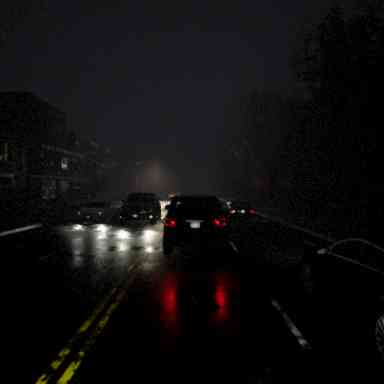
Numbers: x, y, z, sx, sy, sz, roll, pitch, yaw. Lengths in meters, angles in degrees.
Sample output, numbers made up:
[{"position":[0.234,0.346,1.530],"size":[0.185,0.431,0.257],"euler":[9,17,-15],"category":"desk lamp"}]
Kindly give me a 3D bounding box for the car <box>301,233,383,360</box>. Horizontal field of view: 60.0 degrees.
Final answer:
[{"position":[3.353,1.439,5.536],"size":[2.128,1.511,4.902],"euler":[0,1,0],"category":"car"}]

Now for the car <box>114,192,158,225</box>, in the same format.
[{"position":[-3.344,1.012,22.275],"size":[2.150,2.045,5.566],"euler":[0,1,0],"category":"car"}]

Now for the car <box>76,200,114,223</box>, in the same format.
[{"position":[-6.580,1.308,23.359],"size":[1.812,1.442,4.674],"euler":[0,1,0],"category":"car"}]

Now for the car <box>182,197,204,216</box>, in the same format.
[{"position":[0.109,1.223,30.228],"size":[1.837,1.490,4.892],"euler":[0,1,0],"category":"car"}]

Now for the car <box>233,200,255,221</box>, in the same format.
[{"position":[3.357,1.318,24.512],"size":[2.033,1.411,5.357],"euler":[0,1,0],"category":"car"}]

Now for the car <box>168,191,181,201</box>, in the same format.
[{"position":[-3.267,0.769,62.468],"size":[2.097,1.767,4.553],"euler":[0,1,1],"category":"car"}]

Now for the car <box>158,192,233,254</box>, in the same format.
[{"position":[0.103,1.099,12.988],"size":[2.150,2.045,5.566],"euler":[0,1,0],"category":"car"}]

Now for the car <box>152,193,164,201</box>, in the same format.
[{"position":[-6.497,0.919,64.525],"size":[1.812,1.442,4.674],"euler":[0,1,1],"category":"car"}]
